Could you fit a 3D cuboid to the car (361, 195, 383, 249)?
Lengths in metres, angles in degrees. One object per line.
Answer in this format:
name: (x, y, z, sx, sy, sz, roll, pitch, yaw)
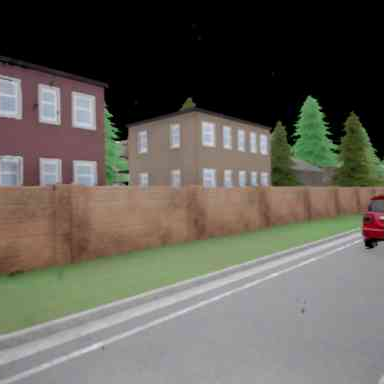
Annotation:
car: (8.615, 1.119, 13.408, 2.150, 2.045, 5.566, -2, -1, 42)
